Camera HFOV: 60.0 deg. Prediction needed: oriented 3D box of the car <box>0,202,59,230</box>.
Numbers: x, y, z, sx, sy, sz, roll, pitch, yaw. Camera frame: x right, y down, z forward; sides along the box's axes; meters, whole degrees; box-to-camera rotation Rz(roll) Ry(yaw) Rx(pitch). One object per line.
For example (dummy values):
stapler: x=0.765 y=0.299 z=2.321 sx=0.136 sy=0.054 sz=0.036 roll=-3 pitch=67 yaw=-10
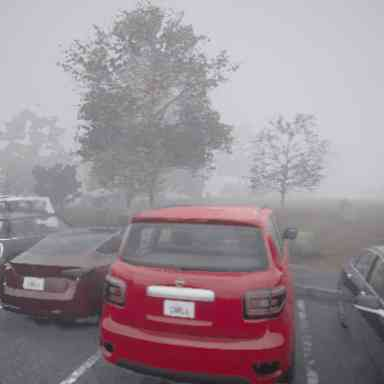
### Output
car: x=-4.315 y=1.316 z=9.089 sx=2.185 sy=1.767 sz=4.553 roll=1 pitch=0 yaw=15

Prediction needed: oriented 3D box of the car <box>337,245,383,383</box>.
car: x=2.998 y=1.488 z=3.990 sx=2.231 sy=1.521 sz=4.892 roll=1 pitch=0 yaw=15

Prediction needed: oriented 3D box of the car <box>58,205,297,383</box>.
car: x=0.570 y=1.231 z=5.737 sx=2.435 sy=2.045 sz=5.566 roll=0 pitch=-1 yaw=15

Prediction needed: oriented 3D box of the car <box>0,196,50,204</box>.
car: x=-6.754 y=1.155 z=10.780 sx=2.435 sy=2.045 sz=5.566 roll=1 pitch=0 yaw=14

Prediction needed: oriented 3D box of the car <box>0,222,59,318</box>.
car: x=-1.866 y=1.497 z=7.446 sx=2.163 sy=1.488 sz=4.792 roll=0 pitch=0 yaw=15
